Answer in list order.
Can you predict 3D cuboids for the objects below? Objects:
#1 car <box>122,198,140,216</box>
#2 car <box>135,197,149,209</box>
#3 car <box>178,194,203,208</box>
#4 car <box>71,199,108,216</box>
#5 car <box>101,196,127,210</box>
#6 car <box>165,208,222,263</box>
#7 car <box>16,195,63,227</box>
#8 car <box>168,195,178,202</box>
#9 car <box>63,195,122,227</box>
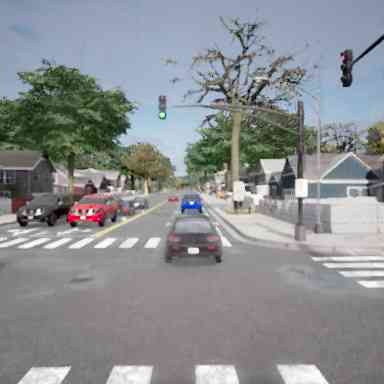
[{"bbox_3d":[-6.714,1.543,32.583,1.994,1.385,4.181,0,0,0],"label":"car"},{"bbox_3d":[-6.700,1.382,42.706,2.128,1.511,4.902,0,1,0],"label":"car"},{"bbox_3d":[-0.044,1.195,35.249,2.150,2.045,5.566,0,0,0],"label":"car"},{"bbox_3d":[-9.969,1.464,32.894,2.128,1.511,4.902,0,0,0],"label":"car"},{"bbox_3d":[-9.940,1.375,42.871,2.128,1.511,4.902,0,1,0],"label":"car"},{"bbox_3d":[0.037,1.536,12.009,1.812,1.442,4.674,0,0,0],"label":"car"},{"bbox_3d":[-9.944,1.212,23.217,2.150,2.045,5.566,0,0,0],"label":"car"},{"bbox_3d":[-3.500,1.173,62.791,1.994,1.385,4.181,0,1,0],"label":"car"},{"bbox_3d":[-6.693,1.217,23.178,2.150,2.045,5.566,0,0,0],"label":"car"}]
